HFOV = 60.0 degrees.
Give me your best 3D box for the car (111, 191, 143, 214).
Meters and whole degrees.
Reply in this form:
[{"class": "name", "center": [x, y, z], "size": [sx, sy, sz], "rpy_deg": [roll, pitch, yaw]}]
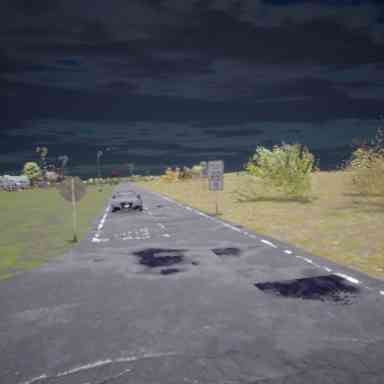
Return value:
[{"class": "car", "center": [-4.508, 0.618, 22.807], "size": [1.994, 1.385, 4.181], "rpy_deg": [-3, 3, -12]}]
